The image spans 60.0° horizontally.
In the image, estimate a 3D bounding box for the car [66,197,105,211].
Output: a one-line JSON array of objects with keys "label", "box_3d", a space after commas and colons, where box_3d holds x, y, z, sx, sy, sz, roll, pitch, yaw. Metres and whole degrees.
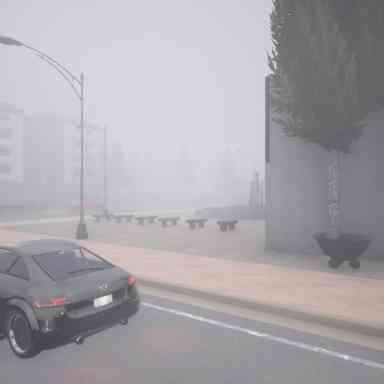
[{"label": "car", "box_3d": [-13.090, 1.352, 40.855, 2.097, 1.767, 4.553, 0, 0, 38]}]

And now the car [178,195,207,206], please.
[{"label": "car", "box_3d": [-0.008, 1.351, 52.906, 4.553, 1.767, 2.097, 0, 0, -30]}]

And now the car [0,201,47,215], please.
[{"label": "car", "box_3d": [-17.651, 1.601, 34.352, 1.895, 1.301, 4.718, 0, 0, 33]}]

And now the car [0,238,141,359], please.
[{"label": "car", "box_3d": [-2.929, 1.564, 6.047, 4.181, 1.385, 1.994, 0, 0, 36]}]
